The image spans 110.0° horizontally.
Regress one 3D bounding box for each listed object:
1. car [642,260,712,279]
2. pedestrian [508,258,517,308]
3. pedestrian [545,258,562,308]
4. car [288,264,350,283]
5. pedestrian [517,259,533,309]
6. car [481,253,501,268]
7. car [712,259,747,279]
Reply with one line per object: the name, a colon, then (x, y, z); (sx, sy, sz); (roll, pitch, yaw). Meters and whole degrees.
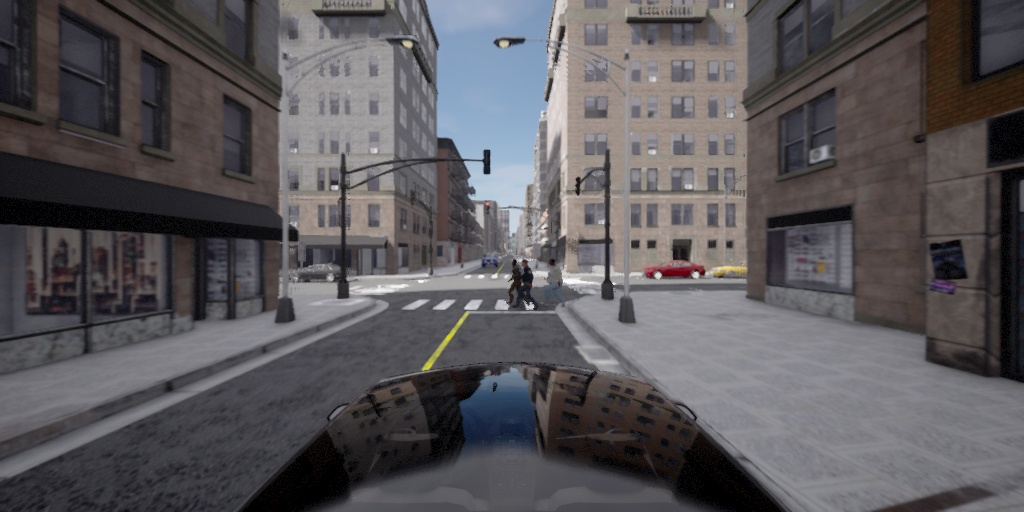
car: (12.131, 1.001, 27.050); (4.507, 1.381, 1.888); (0, 0, 0)
pedestrian: (0.146, 0.954, 13.762); (0.375, 1.860, 0.375); (0, 0, 0)
pedestrian: (1.519, 0.959, 13.163); (0.375, 1.860, 0.375); (0, 0, 0)
car: (-14.632, 1.267, 27.228); (4.403, 1.370, 2.007); (0, 0, 0)
pedestrian: (0.455, 0.963, 12.563); (0.375, 1.860, 0.375); (0, 0, 0)
car: (-3.090, 0.582, 50.576); (2.150, 2.045, 5.566); (0, 0, 0)
car: (17.453, 0.929, 27.014); (4.829, 1.417, 1.751); (0, 0, 0)
